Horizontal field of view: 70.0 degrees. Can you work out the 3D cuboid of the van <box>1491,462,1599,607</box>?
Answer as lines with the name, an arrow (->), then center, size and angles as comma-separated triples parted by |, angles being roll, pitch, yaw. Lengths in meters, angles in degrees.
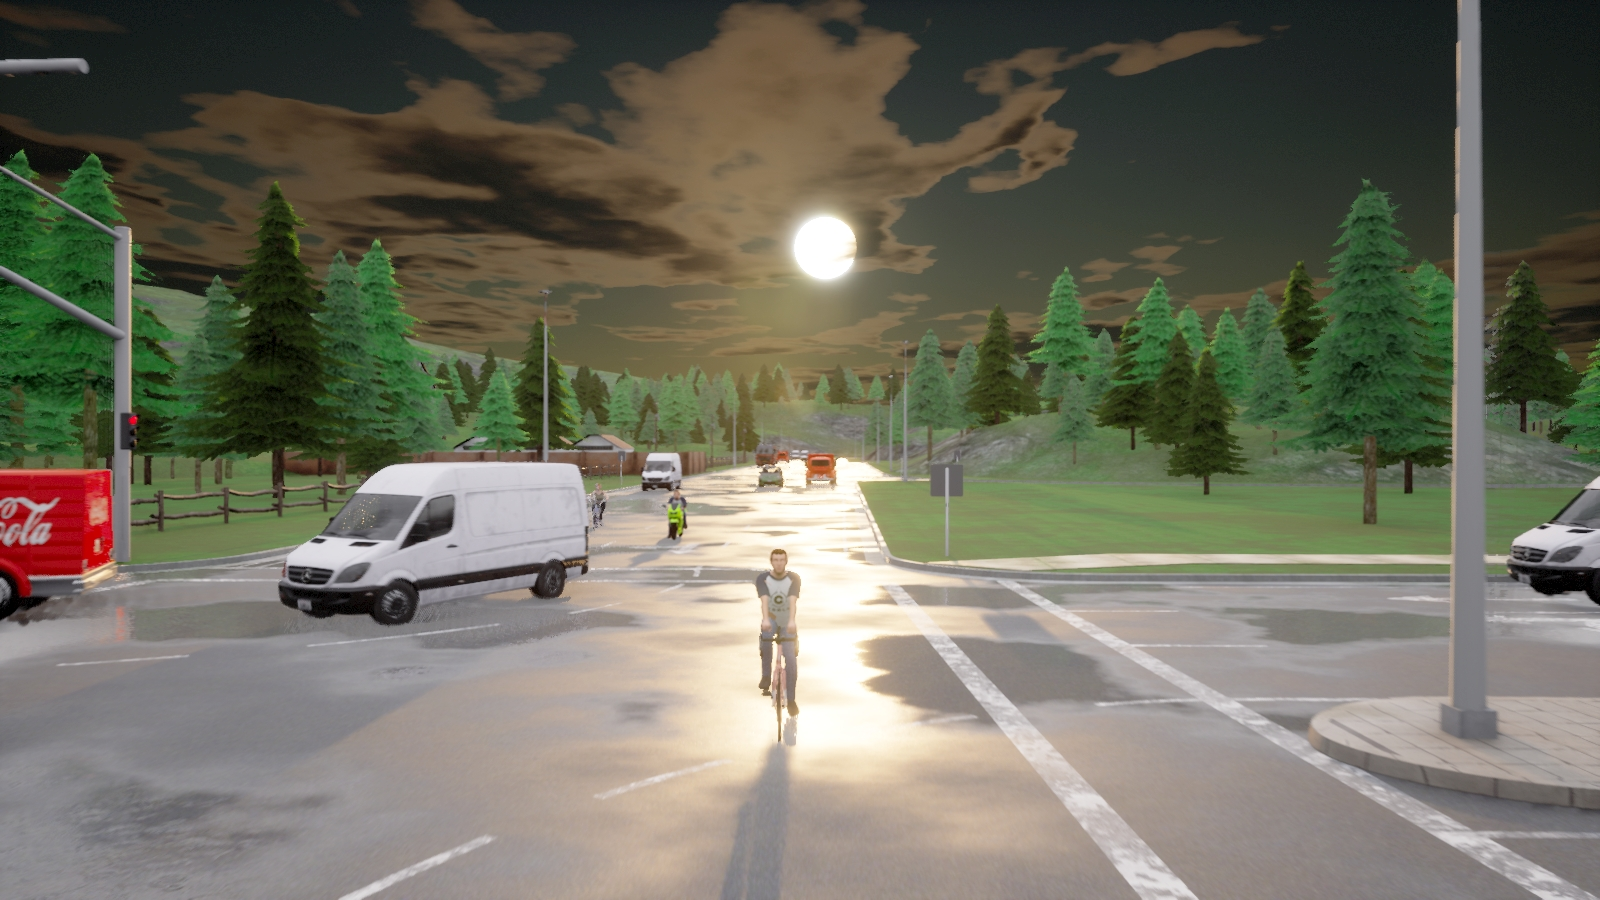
van -> 16.456, 1.523, 21.298 | 5.915, 2.561, 1.988 | 0, 0, 1

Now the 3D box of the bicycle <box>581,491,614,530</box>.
bicycle -> -7.168, 2.137, 40.575 | 0.859, 1.277, 1.487 | 0, 0, 2

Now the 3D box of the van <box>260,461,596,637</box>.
van -> -6.317, 1.523, 20.343 | 1.988, 2.561, 5.915 | 1, 1, 29

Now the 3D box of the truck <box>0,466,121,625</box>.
truck -> -14.593, 1.557, 19.049 | 5.204, 2.467, 2.627 | 0, 1, -19

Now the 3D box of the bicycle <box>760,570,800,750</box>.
bicycle -> -0.211, 2.049, 11.501 | 0.373, 1.496, 1.643 | 0, 1, -2

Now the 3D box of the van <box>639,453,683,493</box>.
van -> -9.344, 1.496, 77.259 | 1.988, 2.561, 5.915 | 0, 0, 2

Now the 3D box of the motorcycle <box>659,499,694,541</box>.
motorcycle -> -3.842, 2.168, 35.794 | 0.803, 1.199, 2.033 | 0, 0, 2
